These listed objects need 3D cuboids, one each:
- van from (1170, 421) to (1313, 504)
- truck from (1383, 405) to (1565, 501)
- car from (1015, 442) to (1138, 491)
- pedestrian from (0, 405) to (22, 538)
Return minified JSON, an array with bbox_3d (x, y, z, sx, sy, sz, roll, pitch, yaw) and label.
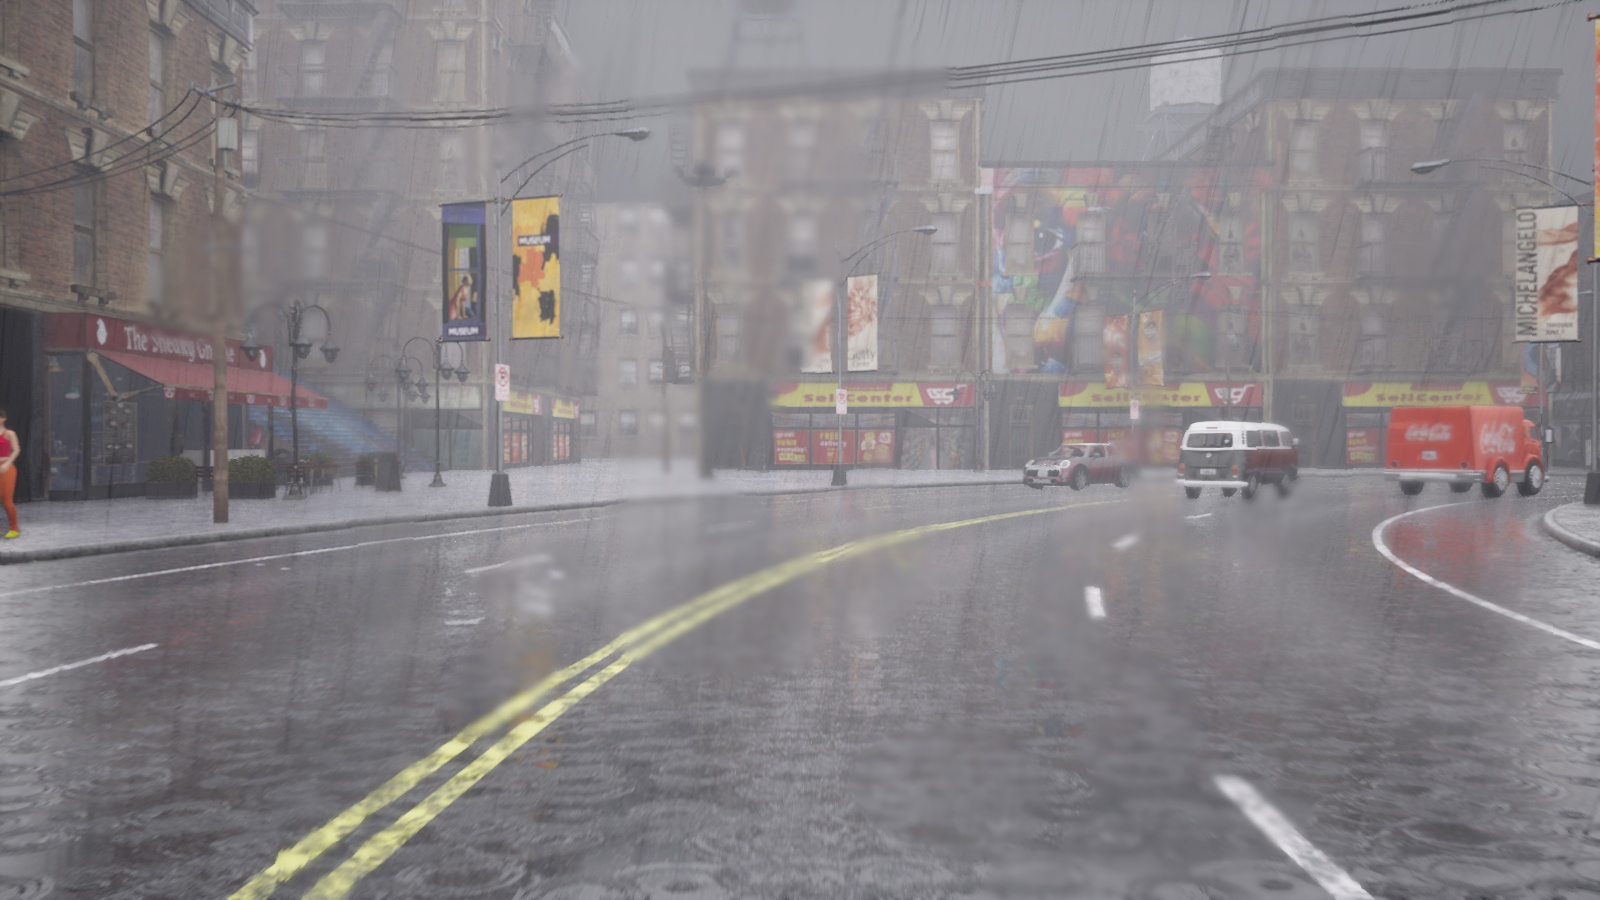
[{"bbox_3d":[11.685,0.293,33.079,2.069,2.038,4.480,0,0,40],"label":"van"},{"bbox_3d":[18.768,0.078,34.865,5.204,2.467,2.627,0,0,-39],"label":"truck"},{"bbox_3d":[8.887,0.492,40.231,3.806,1.475,1.970,0,0,-42],"label":"car"},{"bbox_3d":[-11.193,0.296,17.458,0.345,1.836,0.594,0,0,7],"label":"pedestrian"}]
